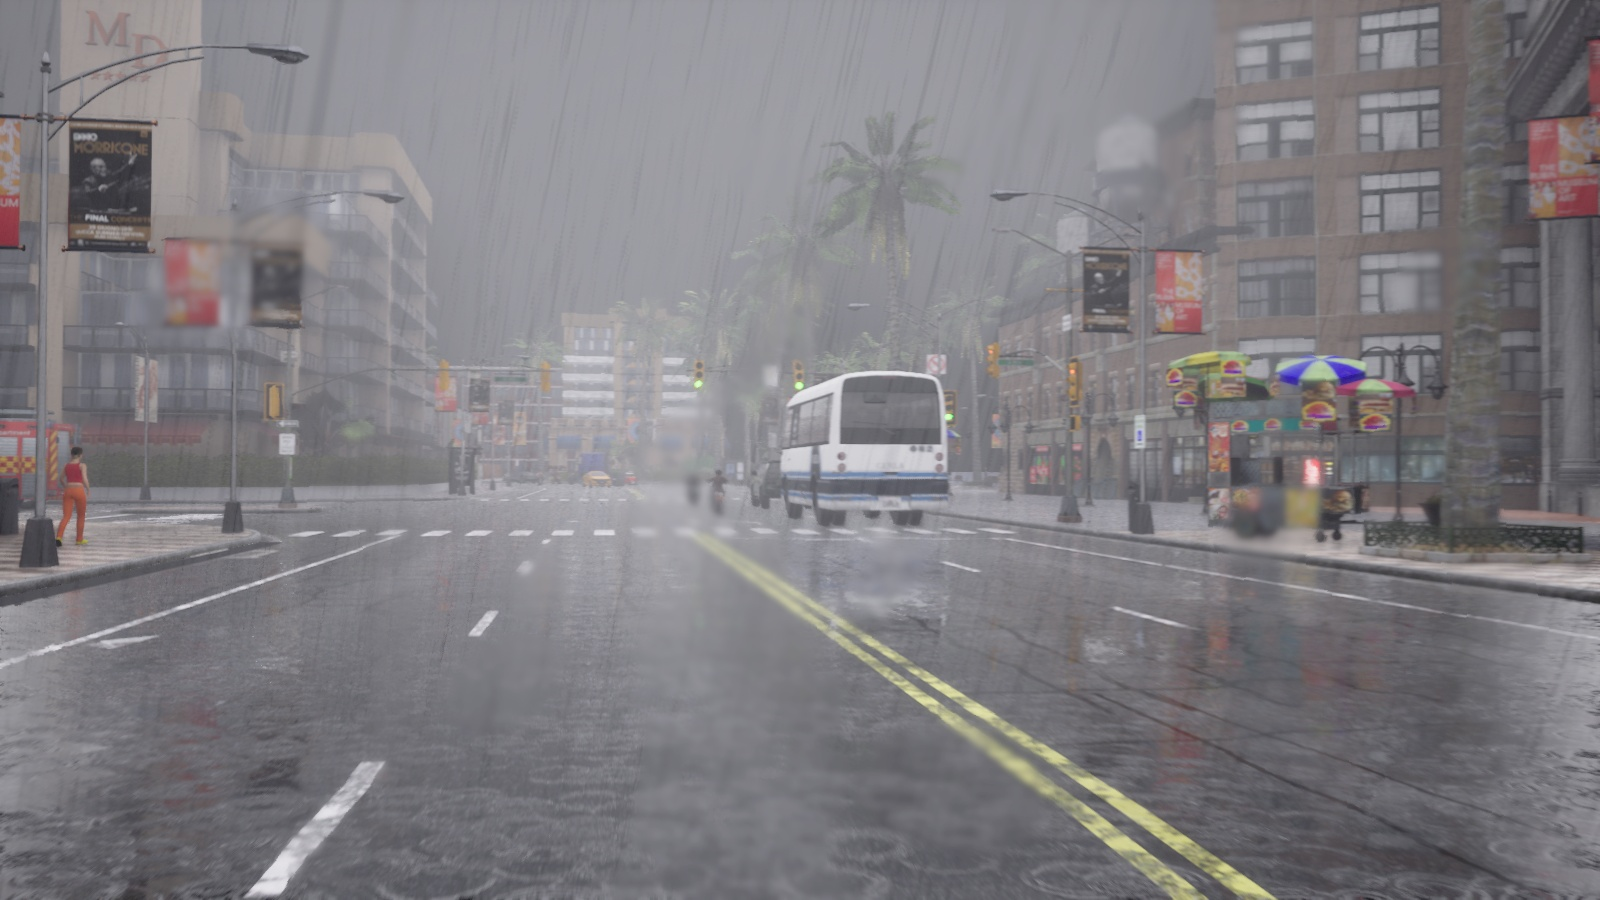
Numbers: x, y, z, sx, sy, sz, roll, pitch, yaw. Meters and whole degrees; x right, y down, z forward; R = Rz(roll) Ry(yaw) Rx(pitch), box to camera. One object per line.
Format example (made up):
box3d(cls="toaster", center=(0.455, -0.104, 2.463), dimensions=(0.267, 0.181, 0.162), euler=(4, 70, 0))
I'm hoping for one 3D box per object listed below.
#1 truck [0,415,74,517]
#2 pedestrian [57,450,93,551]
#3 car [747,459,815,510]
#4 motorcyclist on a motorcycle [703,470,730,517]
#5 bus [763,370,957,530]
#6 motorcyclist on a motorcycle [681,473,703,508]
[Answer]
box3d(cls="truck", center=(-33.034, 0.624, 48.216), dimensions=(8.468, 3.827, 2.891), euler=(0, -1, -10))
box3d(cls="pedestrian", center=(-13.344, 0.926, 23.122), dimensions=(0.345, 1.836, 0.594), euler=(0, -1, -3))
box3d(cls="car", center=(-0.890, 1.441, 53.891), dimensions=(2.150, 2.045, 5.566), euler=(0, -1, -9))
box3d(cls="motorcyclist on a motorcycle", center=(-2.987, 1.530, 44.788), dimensions=(0.766, 1.649, 2.350), euler=(0, -1, -9))
box3d(cls="bus", center=(1.492, 0.082, 38.880), dimensions=(3.944, 4.253, 10.273), euler=(0, -1, -9))
box3d(cls="motorcyclist on a motorcycle", center=(-4.904, 1.827, 56.855), dimensions=(0.866, 1.530, 2.191), euler=(0, -1, -9))
